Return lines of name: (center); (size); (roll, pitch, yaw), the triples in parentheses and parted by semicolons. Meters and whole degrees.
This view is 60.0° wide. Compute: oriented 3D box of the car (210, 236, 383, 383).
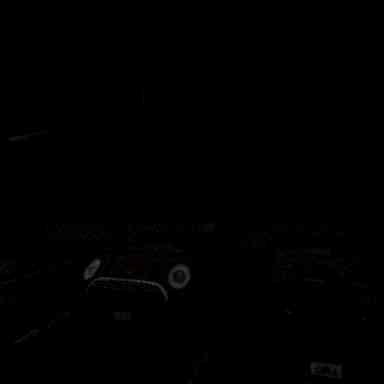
car: (1.942, 1.487, 5.555); (2.231, 1.521, 4.892); (0, -1, 15)

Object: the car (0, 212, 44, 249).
car: (-7.699, 1.502, 12.404); (2.163, 1.488, 4.792); (1, -1, 15)

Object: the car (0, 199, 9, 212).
car: (-33.434, 2.085, 54.679); (5.566, 2.045, 2.435); (2, -1, 15)

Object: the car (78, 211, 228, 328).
car: (-0.462, 1.358, 7.308); (2.185, 1.767, 4.553); (1, -1, 16)
